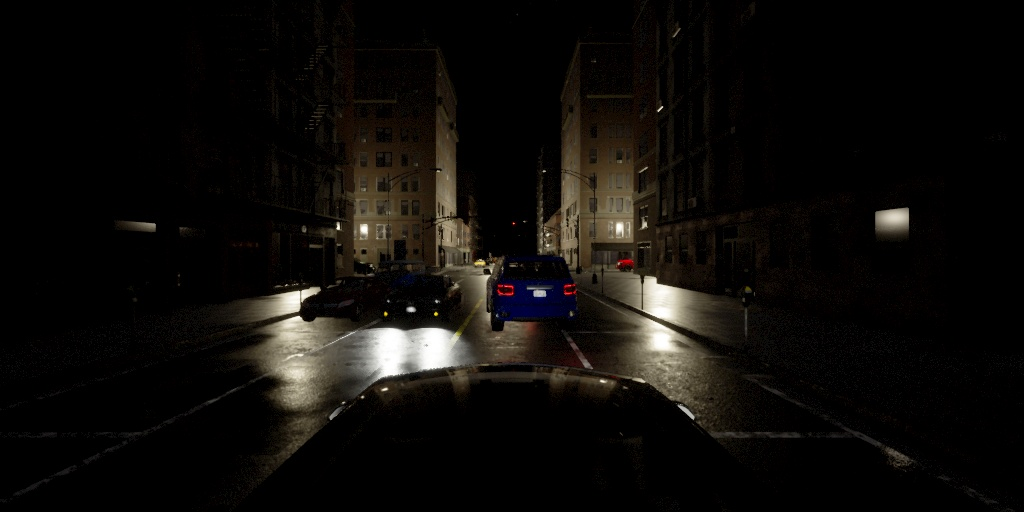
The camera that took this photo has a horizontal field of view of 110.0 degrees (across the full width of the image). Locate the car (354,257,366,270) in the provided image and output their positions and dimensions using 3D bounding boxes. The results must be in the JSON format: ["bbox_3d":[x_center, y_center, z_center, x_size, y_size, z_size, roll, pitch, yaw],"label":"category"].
[{"bbox_3d":[-18.233,1.066,40.064,5.566,2.045,2.150,0,0,0],"label":"car"}]

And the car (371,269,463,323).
[{"bbox_3d":[-2.832,1.314,12.049,1.994,1.385,4.181,0,0,0],"label":"car"}]

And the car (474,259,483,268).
[{"bbox_3d":[-5.393,1.276,60.813,1.751,1.417,4.829,0,0,0],"label":"car"}]

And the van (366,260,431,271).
[{"bbox_3d":[-5.393,1.091,17.614,1.690,1.789,3.998,0,0,0],"label":"van"}]

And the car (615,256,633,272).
[{"bbox_3d":[15.329,0.880,43.071,5.566,2.045,2.150,0,0,0],"label":"car"}]

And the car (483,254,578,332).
[{"bbox_3d":[0.360,0.972,11.051,2.150,2.045,5.566,0,0,-6],"label":"car"}]

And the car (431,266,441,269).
[{"bbox_3d":[-5.392,1.301,23.020,2.007,1.370,4.403,0,0,0],"label":"car"}]

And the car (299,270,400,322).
[{"bbox_3d":[-5.394,1.332,12.208,1.802,1.307,4.207,0,0,0],"label":"car"}]
